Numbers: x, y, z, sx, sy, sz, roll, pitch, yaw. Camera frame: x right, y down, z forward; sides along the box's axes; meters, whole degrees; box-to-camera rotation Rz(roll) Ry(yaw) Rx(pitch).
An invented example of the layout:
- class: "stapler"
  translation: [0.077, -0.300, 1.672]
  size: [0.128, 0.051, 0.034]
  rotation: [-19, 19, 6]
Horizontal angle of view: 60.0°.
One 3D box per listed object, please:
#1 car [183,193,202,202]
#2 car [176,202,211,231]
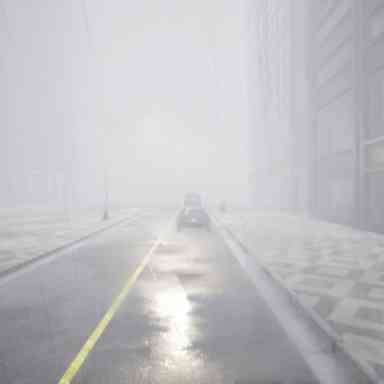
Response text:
- class: "car"
  translation: [0.096, 1.098, 42.252]
  size: [2.150, 2.045, 5.566]
  rotation: [0, 0, 0]
- class: "car"
  translation: [0.097, 1.507, 20.186]
  size: [1.994, 1.385, 4.181]
  rotation: [0, 0, 0]
